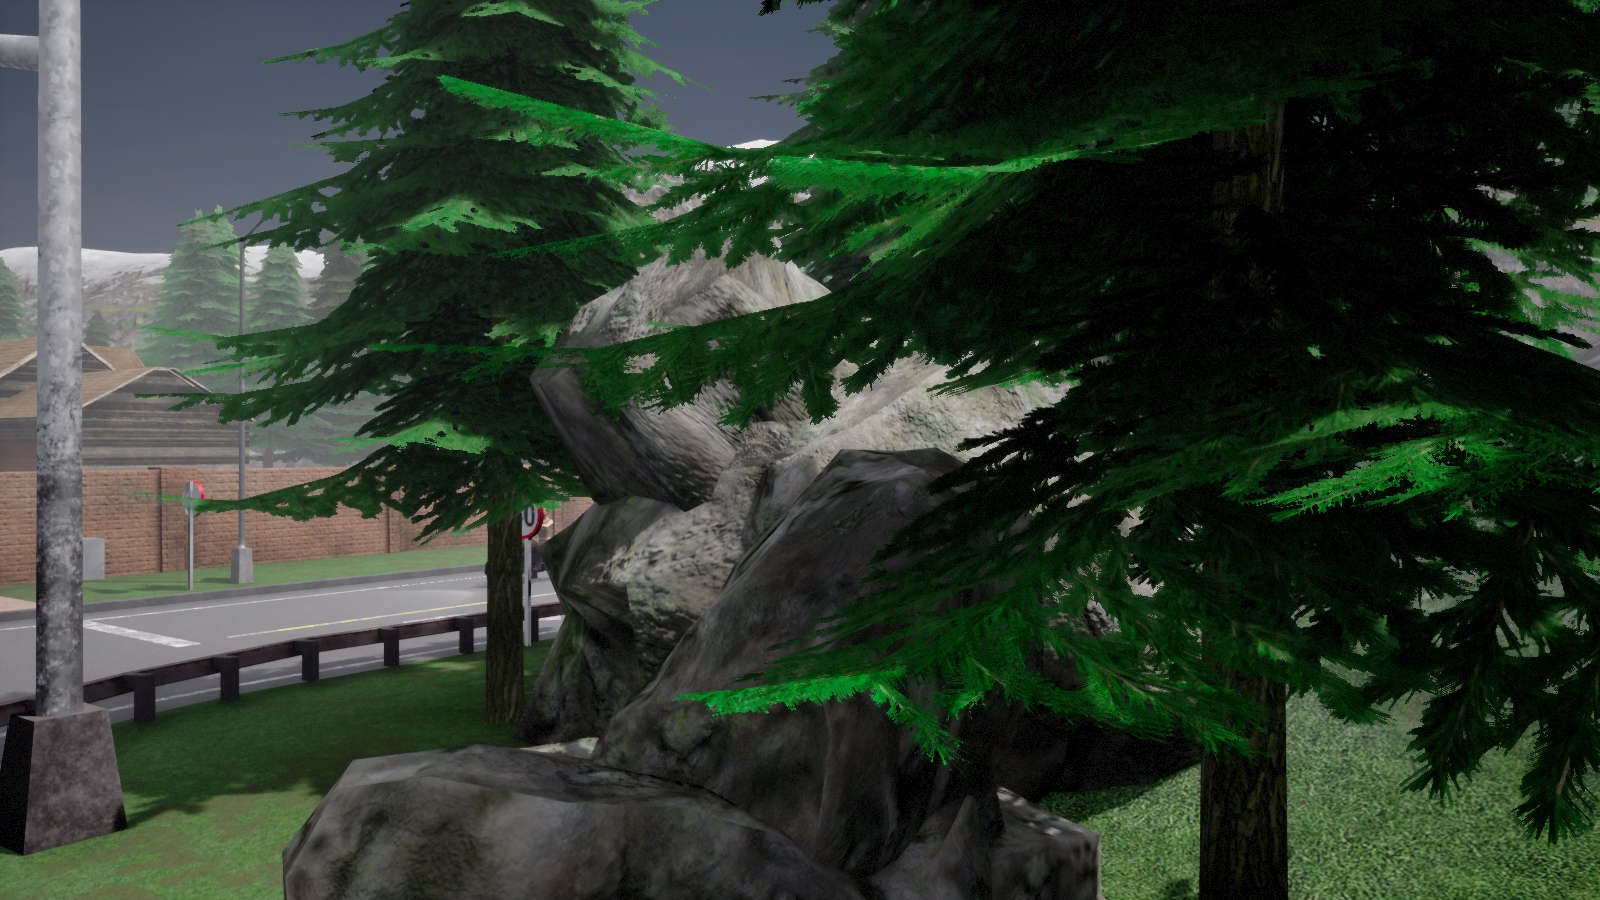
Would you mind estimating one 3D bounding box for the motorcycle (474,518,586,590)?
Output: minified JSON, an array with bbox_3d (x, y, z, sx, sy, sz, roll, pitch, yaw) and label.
[{"bbox_3d":[-5.636,2.150,24.014,0.764,1.277,2.356,0,0,36],"label":"motorcycle"}]
